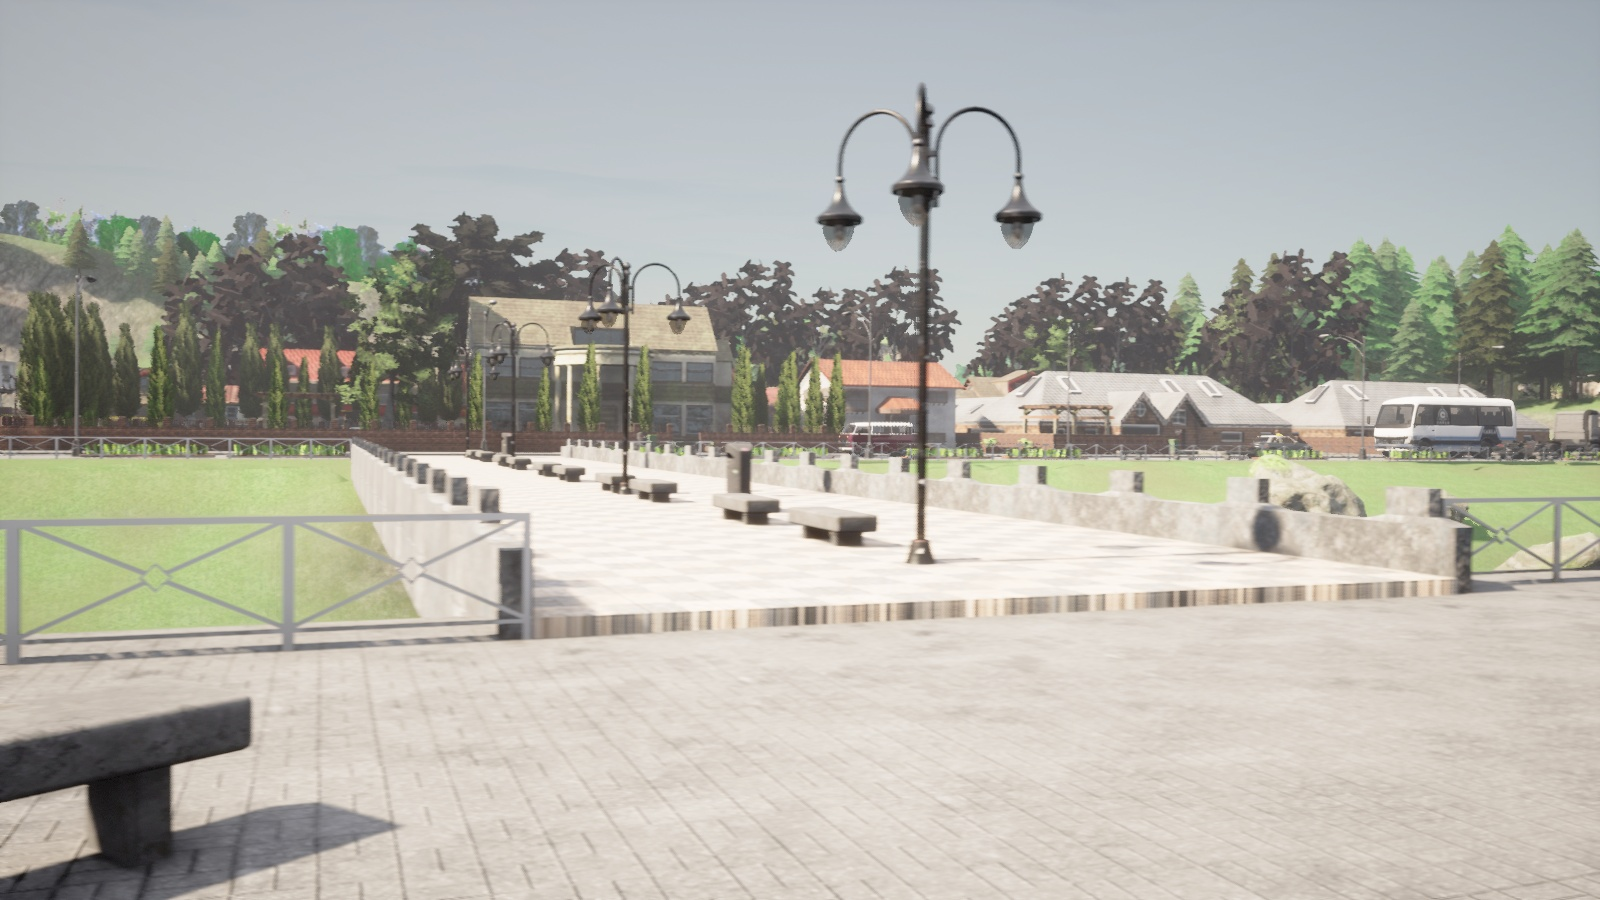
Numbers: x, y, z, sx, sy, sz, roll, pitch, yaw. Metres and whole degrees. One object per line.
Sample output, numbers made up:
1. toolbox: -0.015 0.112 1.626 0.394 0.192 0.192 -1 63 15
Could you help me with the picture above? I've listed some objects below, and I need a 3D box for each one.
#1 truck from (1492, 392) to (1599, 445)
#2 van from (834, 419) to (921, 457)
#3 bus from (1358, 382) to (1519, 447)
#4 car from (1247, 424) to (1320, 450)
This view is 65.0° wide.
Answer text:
1. truck: 50.935 -2.114 84.777 7.936 3.462 2.891 -1 1 -21
2. van: 4.419 -0.688 71.417 4.480 2.038 2.069 -1 1 -21
3. bus: 43.915 -2.459 86.387 10.273 4.253 3.944 -1 1 -21
4. car: 29.516 -0.803 76.663 3.806 1.475 1.970 -1 1 -21
